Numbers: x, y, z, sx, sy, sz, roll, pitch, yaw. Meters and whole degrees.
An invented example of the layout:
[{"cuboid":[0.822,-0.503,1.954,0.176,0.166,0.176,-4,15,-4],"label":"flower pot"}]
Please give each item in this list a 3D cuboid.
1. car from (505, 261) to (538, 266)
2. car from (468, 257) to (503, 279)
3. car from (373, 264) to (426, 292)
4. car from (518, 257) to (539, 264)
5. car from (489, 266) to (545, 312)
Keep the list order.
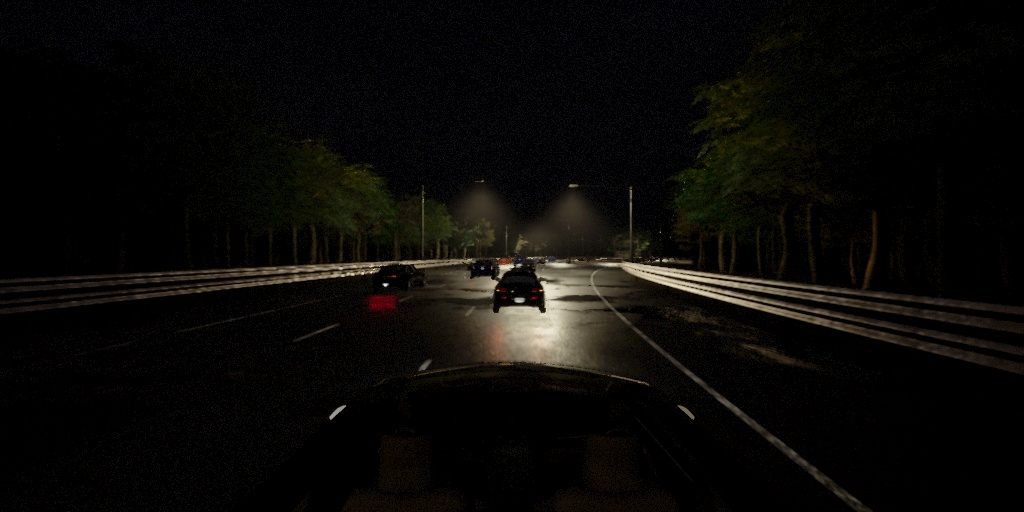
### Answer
[{"cuboid":[0.750,1.301,26.700,1.994,1.385,4.181,0,0,3],"label":"car"},{"cuboid":[-2.326,1.069,32.279,2.097,1.767,4.553,0,0,4],"label":"car"},{"cuboid":[-6.447,1.220,20.995,1.837,1.490,4.892,0,0,2],"label":"car"},{"cuboid":[2.091,1.218,45.338,1.812,1.442,4.674,0,0,5],"label":"car"},{"cuboid":[0.295,1.277,14.055,1.812,1.442,4.674,0,0,1],"label":"car"}]
